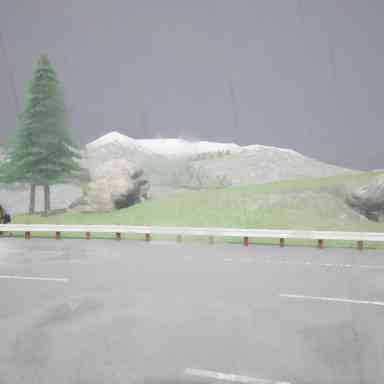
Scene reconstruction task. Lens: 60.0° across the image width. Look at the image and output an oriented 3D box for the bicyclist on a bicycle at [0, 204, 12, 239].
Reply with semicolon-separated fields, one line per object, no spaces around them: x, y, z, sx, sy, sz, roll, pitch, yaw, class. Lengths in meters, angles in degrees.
-9.209;1.438;16.094;0.582;1.620;1.656;1;-6;5;bicyclist on a bicycle
